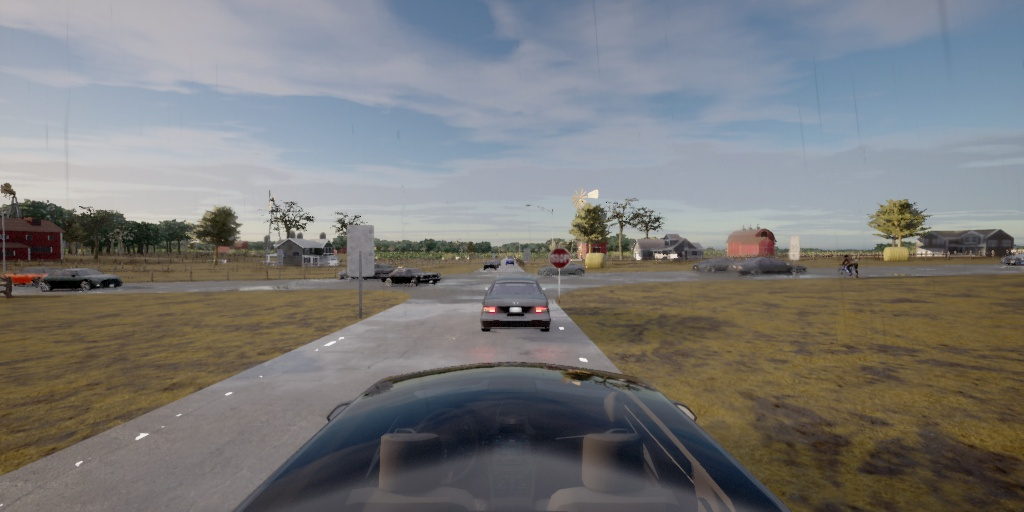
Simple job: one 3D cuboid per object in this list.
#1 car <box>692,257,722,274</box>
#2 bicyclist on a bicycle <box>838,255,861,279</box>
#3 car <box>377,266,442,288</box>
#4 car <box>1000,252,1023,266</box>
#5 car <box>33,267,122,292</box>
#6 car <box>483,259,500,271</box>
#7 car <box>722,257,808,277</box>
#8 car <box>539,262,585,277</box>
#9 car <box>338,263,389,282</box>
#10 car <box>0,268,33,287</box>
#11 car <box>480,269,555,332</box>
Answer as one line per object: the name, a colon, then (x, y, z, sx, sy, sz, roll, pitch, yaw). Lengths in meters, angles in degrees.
car: (18.332, 0.820, 31.898, 4.181, 1.385, 1.994, -2, 1, 0)
bicyclist on a bicycle: (22.825, 0.745, 24.314, 0.582, 1.620, 1.656, -1, 0, 0)
car: (-7.111, 1.495, 25.283, 4.718, 1.301, 1.895, -3, 0, 38)
car: (47.185, 0.155, 31.913, 5.357, 1.411, 2.033, -1, 1, 0)
car: (-33.603, 1.771, 28.073, 4.553, 1.767, 2.097, -1, 1, 0)
car: (-3.056, 1.366, 50.776, 1.895, 1.301, 4.718, 0, 0, -1)
car: (19.999, 0.843, 28.202, 5.357, 1.411, 2.033, -1, 1, 0)
car: (4.338, 1.164, 31.888, 4.181, 1.385, 1.994, -2, 0, 0)
car: (-12.900, 1.432, 32.128, 4.892, 1.490, 1.837, -2, 3, -12)
car: (-42.245, 1.785, 31.748, 4.553, 1.767, 2.097, 0, 1, 0)
car: (0.100, 1.295, 10.835, 2.033, 1.411, 5.357, 0, 0, 0)
